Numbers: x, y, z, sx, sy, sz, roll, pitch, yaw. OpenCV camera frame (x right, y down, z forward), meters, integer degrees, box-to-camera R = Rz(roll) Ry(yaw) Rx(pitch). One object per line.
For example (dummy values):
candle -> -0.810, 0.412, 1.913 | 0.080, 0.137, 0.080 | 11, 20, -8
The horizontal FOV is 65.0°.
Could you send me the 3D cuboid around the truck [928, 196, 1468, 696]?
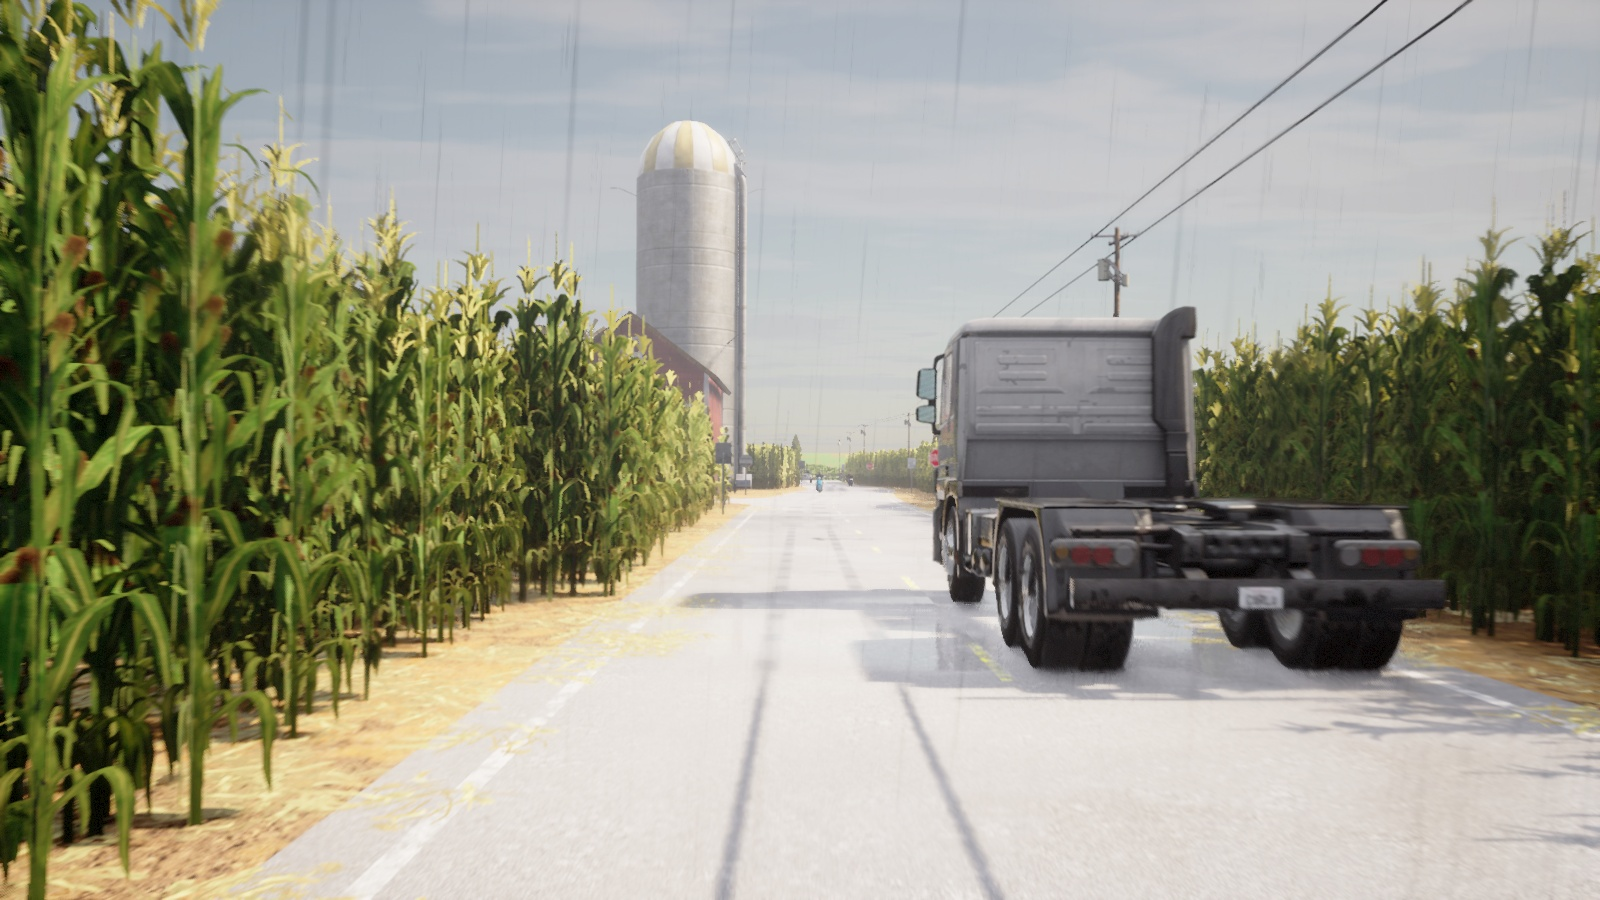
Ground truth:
truck -> 3.168, 0.033, 12.701 | 2.891, 3.462, 7.936 | 0, -1, 0
